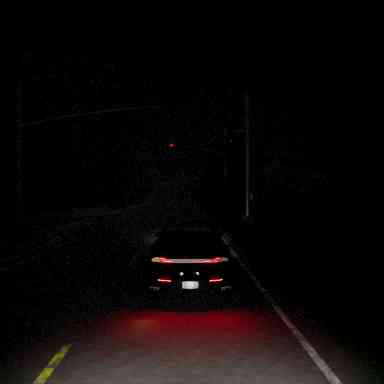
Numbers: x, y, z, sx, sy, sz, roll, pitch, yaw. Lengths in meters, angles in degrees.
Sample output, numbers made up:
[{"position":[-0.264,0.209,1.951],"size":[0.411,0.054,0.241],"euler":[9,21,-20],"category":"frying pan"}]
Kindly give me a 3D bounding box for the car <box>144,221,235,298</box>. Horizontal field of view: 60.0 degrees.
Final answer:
[{"position":[-0.071,1.492,8.530],"size":[2.128,1.511,4.902],"euler":[0,0,-1],"category":"car"}]
